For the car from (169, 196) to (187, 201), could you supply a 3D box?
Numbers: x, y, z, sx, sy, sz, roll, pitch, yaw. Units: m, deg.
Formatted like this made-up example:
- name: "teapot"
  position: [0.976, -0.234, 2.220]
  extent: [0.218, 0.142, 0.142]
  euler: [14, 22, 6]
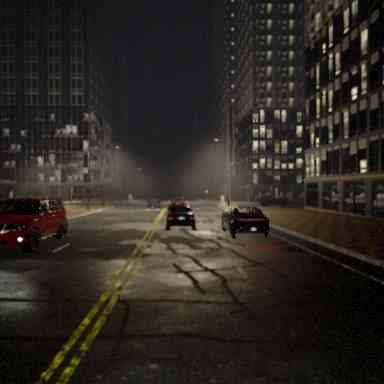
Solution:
- name: "car"
  position: [-1.549, 1.354, 37.764]
  extent: [2.097, 1.767, 4.553]
  euler: [0, 0, -3]

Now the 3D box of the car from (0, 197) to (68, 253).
- name: "car"
  position: [-7.070, 1.247, 14.170]
  extent: [2.150, 2.045, 5.566]
  euler: [0, 0, -3]

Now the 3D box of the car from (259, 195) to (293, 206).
- name: "car"
  position: [13.673, 1.488, 55.650]
  extent: [5.009, 1.841, 2.192]
  euler: [0, 0, -2]

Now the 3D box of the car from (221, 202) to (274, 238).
- name: "car"
  position: [2.705, 1.488, 17.637]
  extent: [2.128, 1.511, 4.902]
  euler: [0, 0, -3]

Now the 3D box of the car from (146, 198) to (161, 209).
- name: "car"
  position: [-5.363, 1.569, 46.915]
  extent: [2.033, 1.411, 5.357]
  euler: [0, 0, -3]

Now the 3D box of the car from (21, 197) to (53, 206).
- name: "car"
  position: [-25.231, 1.499, 54.221]
  extent: [4.313, 1.339, 1.947]
  euler: [0, 0, -2]

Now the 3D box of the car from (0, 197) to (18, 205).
- name: "car"
  position: [-30.915, 1.479, 54.068]
  extent: [4.206, 1.307, 1.802]
  euler: [0, 0, -2]

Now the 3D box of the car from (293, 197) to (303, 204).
- name: "car"
  position: [18.858, 1.598, 64.209]
  extent: [4.829, 1.417, 1.752]
  euler: [0, 0, -2]

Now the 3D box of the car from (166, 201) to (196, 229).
- name: "car"
  position: [-0.732, 1.554, 21.514]
  extent: [2.033, 1.411, 5.357]
  euler: [0, 0, -3]
